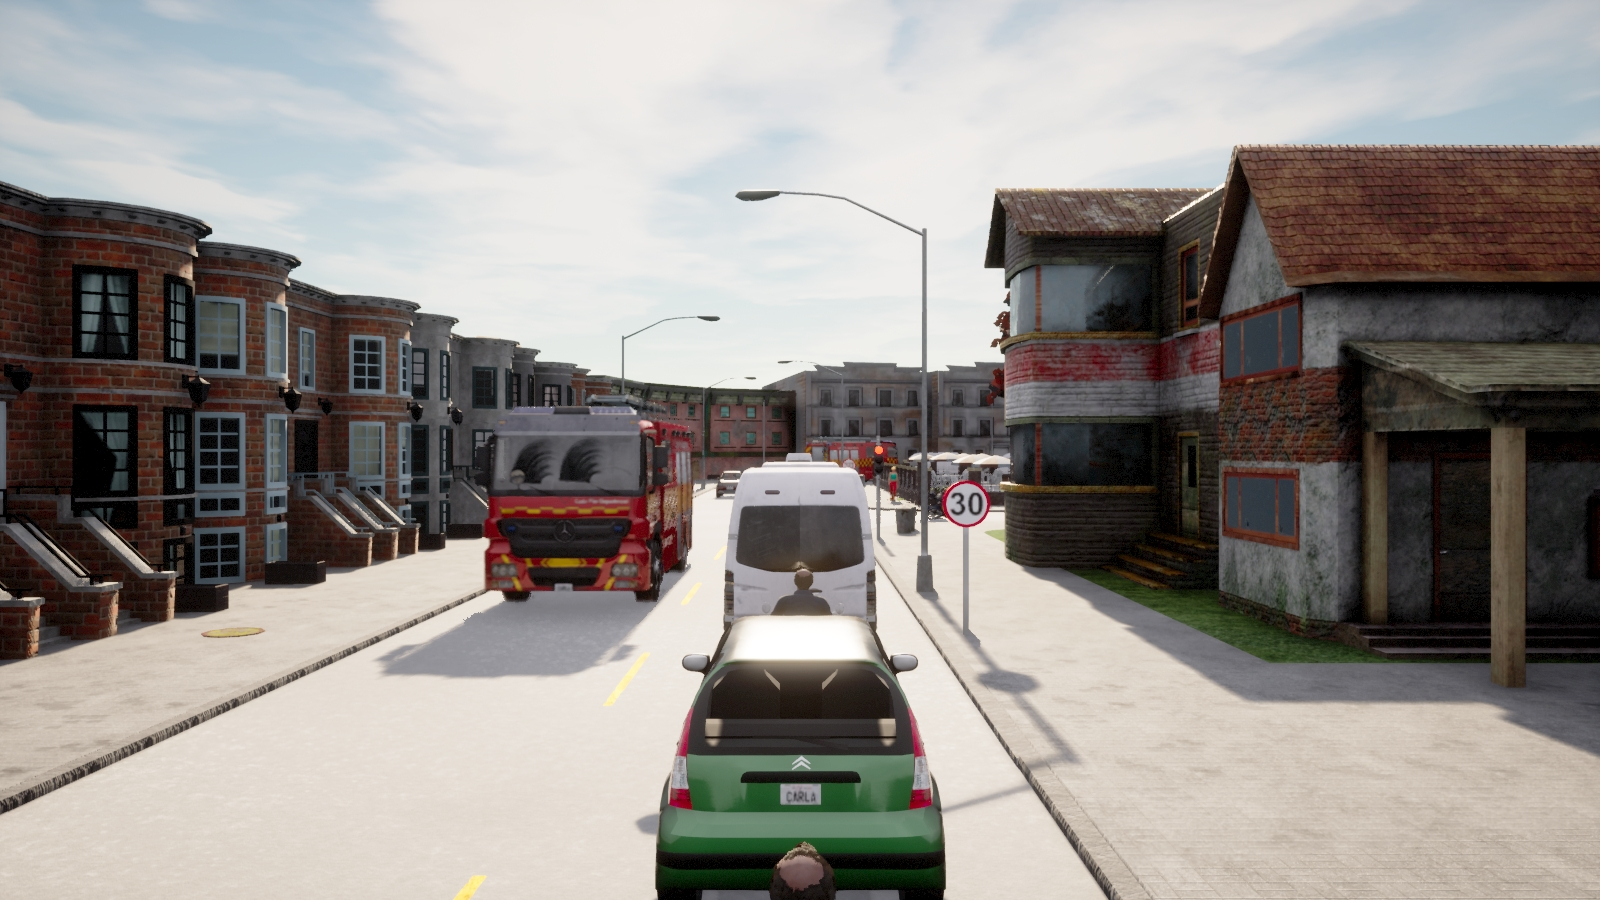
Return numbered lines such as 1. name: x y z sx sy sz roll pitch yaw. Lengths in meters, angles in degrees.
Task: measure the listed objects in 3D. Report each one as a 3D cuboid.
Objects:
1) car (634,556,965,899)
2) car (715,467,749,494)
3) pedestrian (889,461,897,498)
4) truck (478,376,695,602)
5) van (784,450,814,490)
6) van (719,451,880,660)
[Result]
1. car: -0.003 1.776 8.384 1.851 1.617 3.988 0 0 0
2. car: -4.014 1.781 67.520 1.789 1.549 3.705 0 0 0
3. pedestrian: 4.769 1.494 58.316 0.375 1.860 0.375 0 0 0
4. truck: -4.003 0.661 23.610 2.891 3.827 8.468 0 0 0
5. van: -0.059 1.286 76.777 1.988 2.561 5.915 0 0 0
6. van: -0.006 1.308 17.043 1.988 2.561 5.915 0 0 0
